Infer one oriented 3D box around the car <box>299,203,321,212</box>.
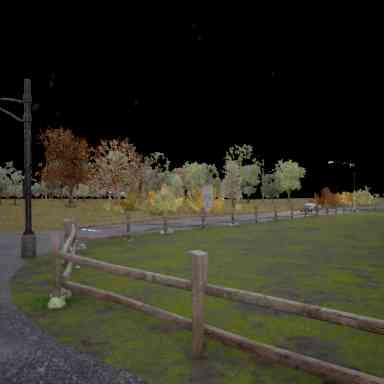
[{"bbox_3d":[18.924,2.448,52.945,2.033,1.411,5.357,-1,-2,40],"label":"car"}]
